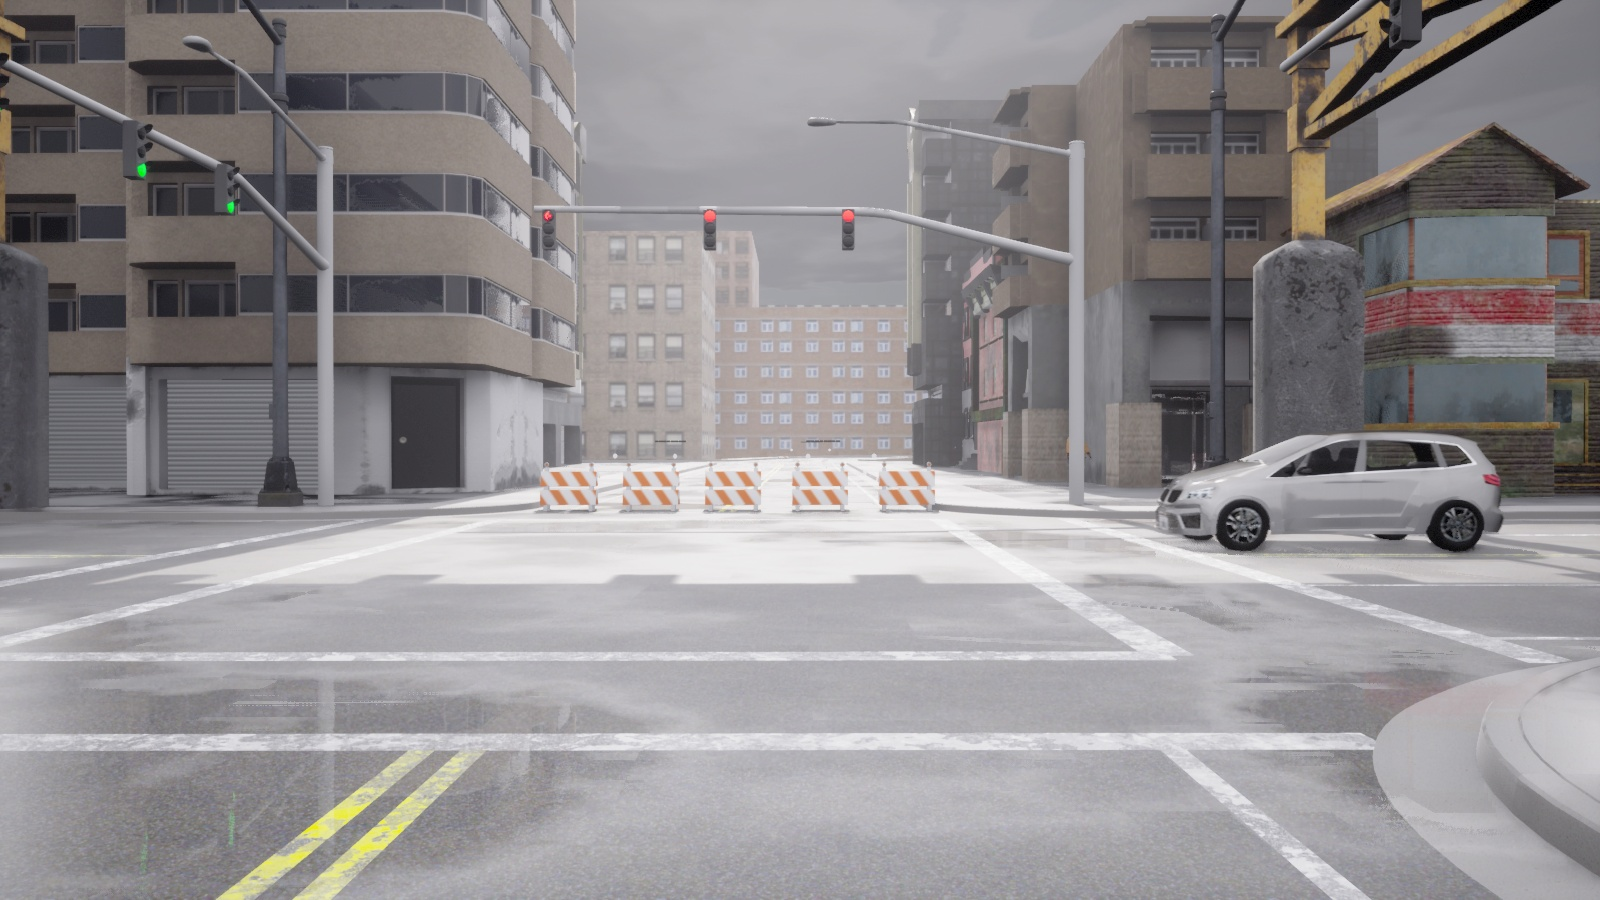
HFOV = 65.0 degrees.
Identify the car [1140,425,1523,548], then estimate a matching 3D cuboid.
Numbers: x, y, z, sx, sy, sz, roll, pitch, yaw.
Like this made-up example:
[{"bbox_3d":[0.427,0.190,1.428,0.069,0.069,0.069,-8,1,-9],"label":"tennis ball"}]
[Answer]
[{"bbox_3d":[7.542,0.495,18.231,4.611,1.667,2.242,0,0,0],"label":"car"}]
